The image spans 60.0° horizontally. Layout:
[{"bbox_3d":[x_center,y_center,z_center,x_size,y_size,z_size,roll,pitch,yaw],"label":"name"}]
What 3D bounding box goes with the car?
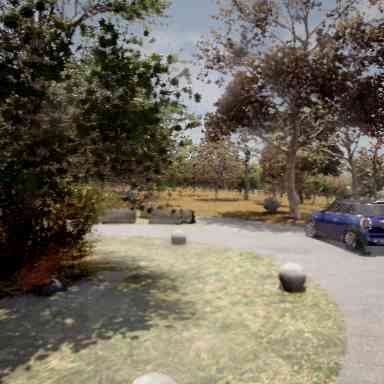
[{"bbox_3d":[6.062,1.048,12.508,2.097,1.767,4.553,0,0,-5],"label":"car"}]
